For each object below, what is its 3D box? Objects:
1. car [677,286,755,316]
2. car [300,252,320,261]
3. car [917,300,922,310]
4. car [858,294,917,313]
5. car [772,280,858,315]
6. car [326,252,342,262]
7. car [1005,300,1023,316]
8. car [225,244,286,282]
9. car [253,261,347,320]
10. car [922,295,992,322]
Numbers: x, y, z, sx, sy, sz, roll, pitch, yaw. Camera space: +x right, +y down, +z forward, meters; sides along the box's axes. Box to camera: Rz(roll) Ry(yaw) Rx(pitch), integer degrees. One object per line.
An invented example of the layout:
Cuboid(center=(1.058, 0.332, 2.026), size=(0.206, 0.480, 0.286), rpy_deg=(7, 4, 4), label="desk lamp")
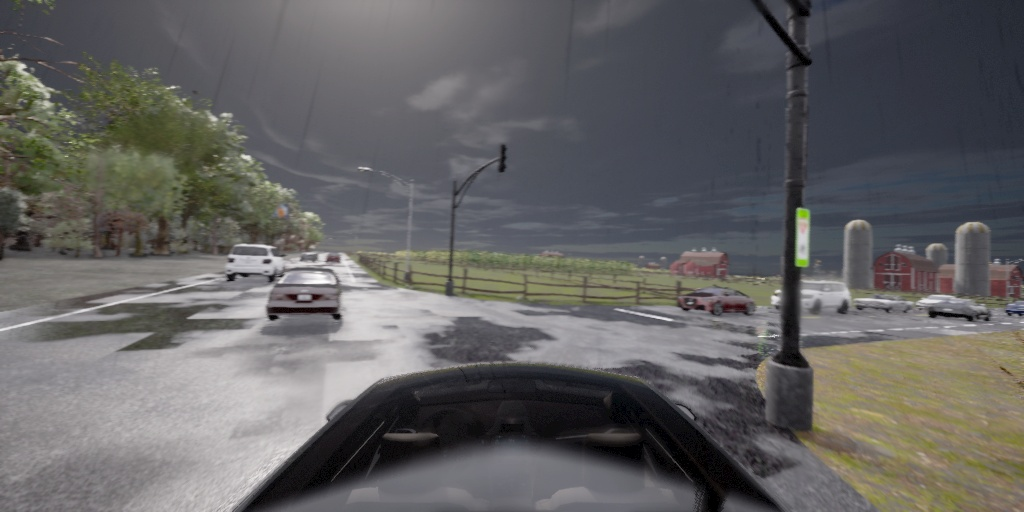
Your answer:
Cuboid(center=(10.772, 2.322, 18.916), size=(4.181, 1.385, 1.994), rpy_deg=(4, -2, -25), label="car")
Cuboid(center=(-31.004, 0.117, 54.591), size=(2.128, 1.511, 4.902), rpy_deg=(3, -1, -26), label="car")
Cuboid(center=(37.938, 4.195, 31.728), size=(4.674, 1.442, 1.812), rpy_deg=(4, -2, -25), label="car")
Cuboid(center=(28.059, 3.576, 27.098), size=(4.718, 1.301, 1.895), rpy_deg=(4, -2, -25), label="car")
Cuboid(center=(19.192, 2.572, 22.906), size=(5.566, 2.045, 2.150), rpy_deg=(4, -2, -26), label="car")
Cuboid(center=(-27.192, 0.182, 54.737), size=(2.097, 1.767, 4.553), rpy_deg=(3, -1, -26), label="car")
Cuboid(center=(44.706, 4.573, 30.941), size=(5.357, 1.411, 2.033), rpy_deg=(4, -2, -25), label="car")
Cuboid(center=(-14.783, 0.377, 20.946), size=(2.150, 2.045, 5.566), rpy_deg=(3, -1, -26), label="car")
Cuboid(center=(-6.335, 1.057, 11.346), size=(2.033, 1.411, 5.357), rpy_deg=(3, -1, -26), label="car")
Cuboid(center=(29.693, 3.530, 23.785), size=(4.181, 1.385, 1.994), rpy_deg=(4, -2, -26), label="car")
